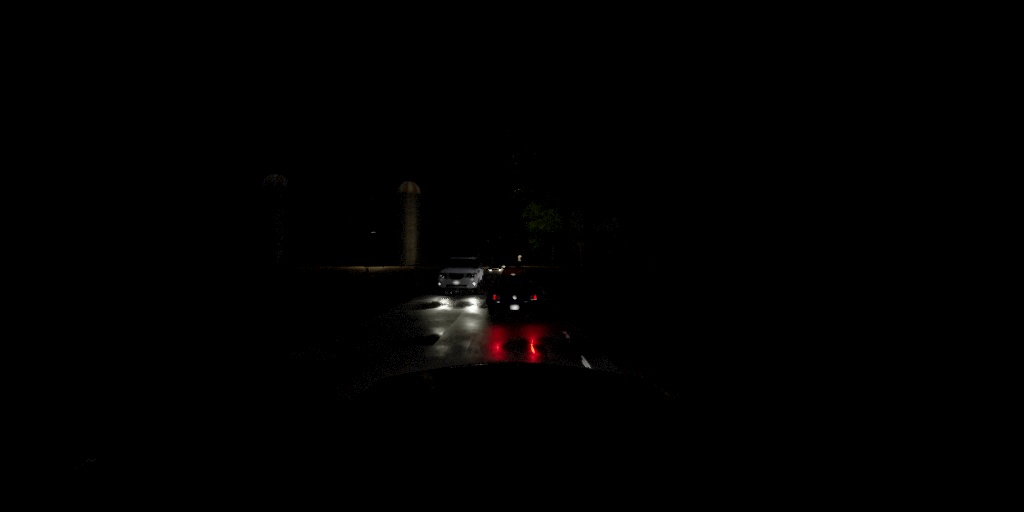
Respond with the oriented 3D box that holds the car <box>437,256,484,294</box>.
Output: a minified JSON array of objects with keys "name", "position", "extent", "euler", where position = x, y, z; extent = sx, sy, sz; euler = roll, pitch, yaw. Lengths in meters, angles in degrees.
[{"name":"car","position":[-2.858,1.018,21.149],"extent":[2.150,2.045,5.566],"euler":[0,0,0]}]

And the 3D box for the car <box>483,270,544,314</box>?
[{"name":"car","position":[0.095,1.371,13.783],"extent":[1.895,1.301,4.718],"euler":[0,0,0]}]

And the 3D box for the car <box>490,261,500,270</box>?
[{"name":"car","position":[-2.805,1.539,62.254],"extent":[1.882,1.535,5.008],"euler":[0,-1,1]}]

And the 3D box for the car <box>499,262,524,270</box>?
[{"name":"car","position":[0.088,1.371,31.556],"extent":[1.812,1.442,4.674],"euler":[0,0,0]}]
